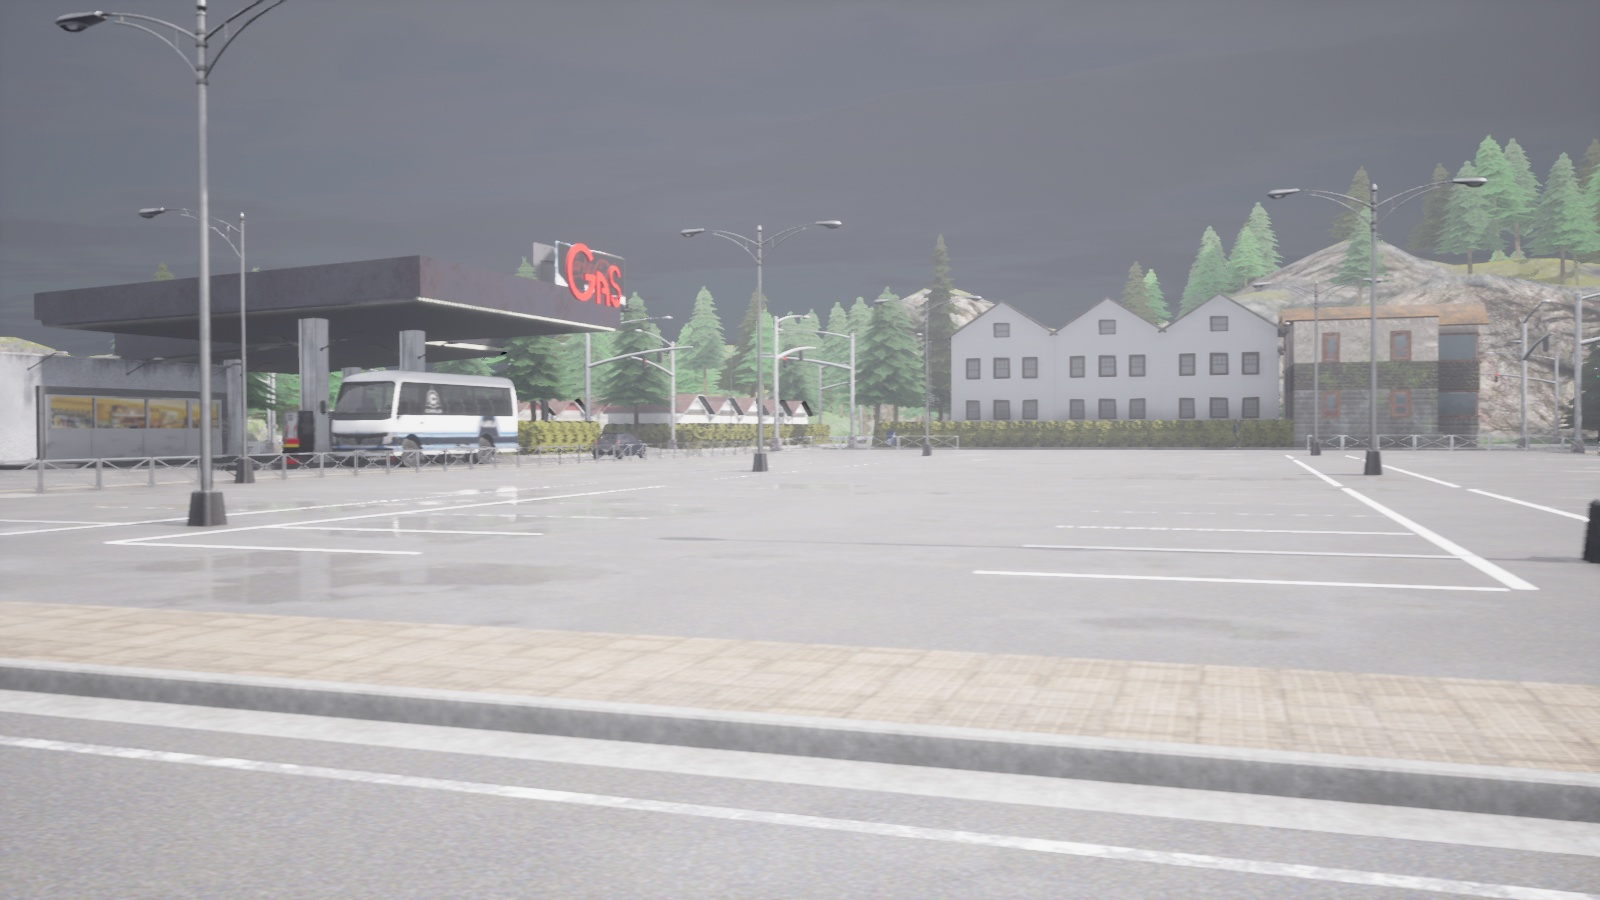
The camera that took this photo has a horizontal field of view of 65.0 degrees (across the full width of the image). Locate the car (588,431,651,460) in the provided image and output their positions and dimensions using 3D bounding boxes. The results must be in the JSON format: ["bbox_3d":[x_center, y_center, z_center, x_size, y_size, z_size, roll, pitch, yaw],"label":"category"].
[{"bbox_3d":[-9.711,-0.282,67.806,1.845,1.501,3.633,1,1,19],"label":"car"}]

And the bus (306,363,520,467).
[{"bbox_3d":[-17.227,-1.528,57.030,3.944,4.253,10.273,1,1,19],"label":"bus"}]
